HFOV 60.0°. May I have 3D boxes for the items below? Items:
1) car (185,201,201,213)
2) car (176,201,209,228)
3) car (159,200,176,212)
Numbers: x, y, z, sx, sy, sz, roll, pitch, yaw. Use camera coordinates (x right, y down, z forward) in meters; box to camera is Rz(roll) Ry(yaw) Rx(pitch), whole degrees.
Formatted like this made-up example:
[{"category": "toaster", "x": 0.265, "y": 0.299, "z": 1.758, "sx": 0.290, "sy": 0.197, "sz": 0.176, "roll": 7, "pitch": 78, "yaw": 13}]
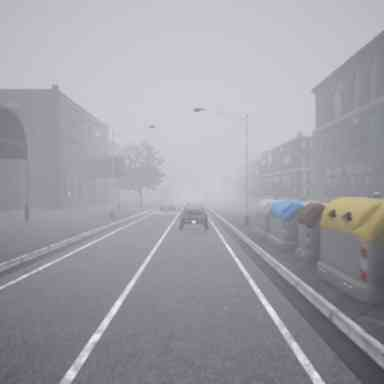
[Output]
[{"category": "car", "x": 0.137, "y": 1.848, "z": 42.162, "sx": 1.895, "sy": 1.301, "sz": 4.718, "roll": 0, "pitch": -1, "yaw": 0}, {"category": "car", "x": 0.122, "y": 1.602, "z": 22.901, "sx": 1.837, "sy": 1.490, "sz": 4.892, "roll": 0, "pitch": 0, "yaw": 0}, {"category": "car", "x": -3.047, "y": 1.770, "z": 42.966, "sx": 1.812, "sy": 1.442, "sz": 4.674, "roll": 0, "pitch": -1, "yaw": 0}]
